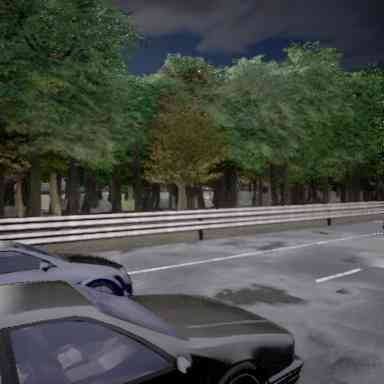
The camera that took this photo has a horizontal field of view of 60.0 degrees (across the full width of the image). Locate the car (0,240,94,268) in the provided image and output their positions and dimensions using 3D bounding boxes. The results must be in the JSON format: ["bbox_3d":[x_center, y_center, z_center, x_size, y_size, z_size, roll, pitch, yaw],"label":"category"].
[{"bbox_3d":[-3.180,1.560,5.777,4.181,1.385,1.994,0,0,-36],"label":"car"}]

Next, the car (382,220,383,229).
[{"bbox_3d":[11.238,1.498,16.068,4.718,1.301,1.895,0,0,-36],"label":"car"}]

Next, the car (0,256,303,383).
[{"bbox_3d":[-1.434,1.546,2.728,5.357,1.411,2.033,0,0,-36],"label":"car"}]
